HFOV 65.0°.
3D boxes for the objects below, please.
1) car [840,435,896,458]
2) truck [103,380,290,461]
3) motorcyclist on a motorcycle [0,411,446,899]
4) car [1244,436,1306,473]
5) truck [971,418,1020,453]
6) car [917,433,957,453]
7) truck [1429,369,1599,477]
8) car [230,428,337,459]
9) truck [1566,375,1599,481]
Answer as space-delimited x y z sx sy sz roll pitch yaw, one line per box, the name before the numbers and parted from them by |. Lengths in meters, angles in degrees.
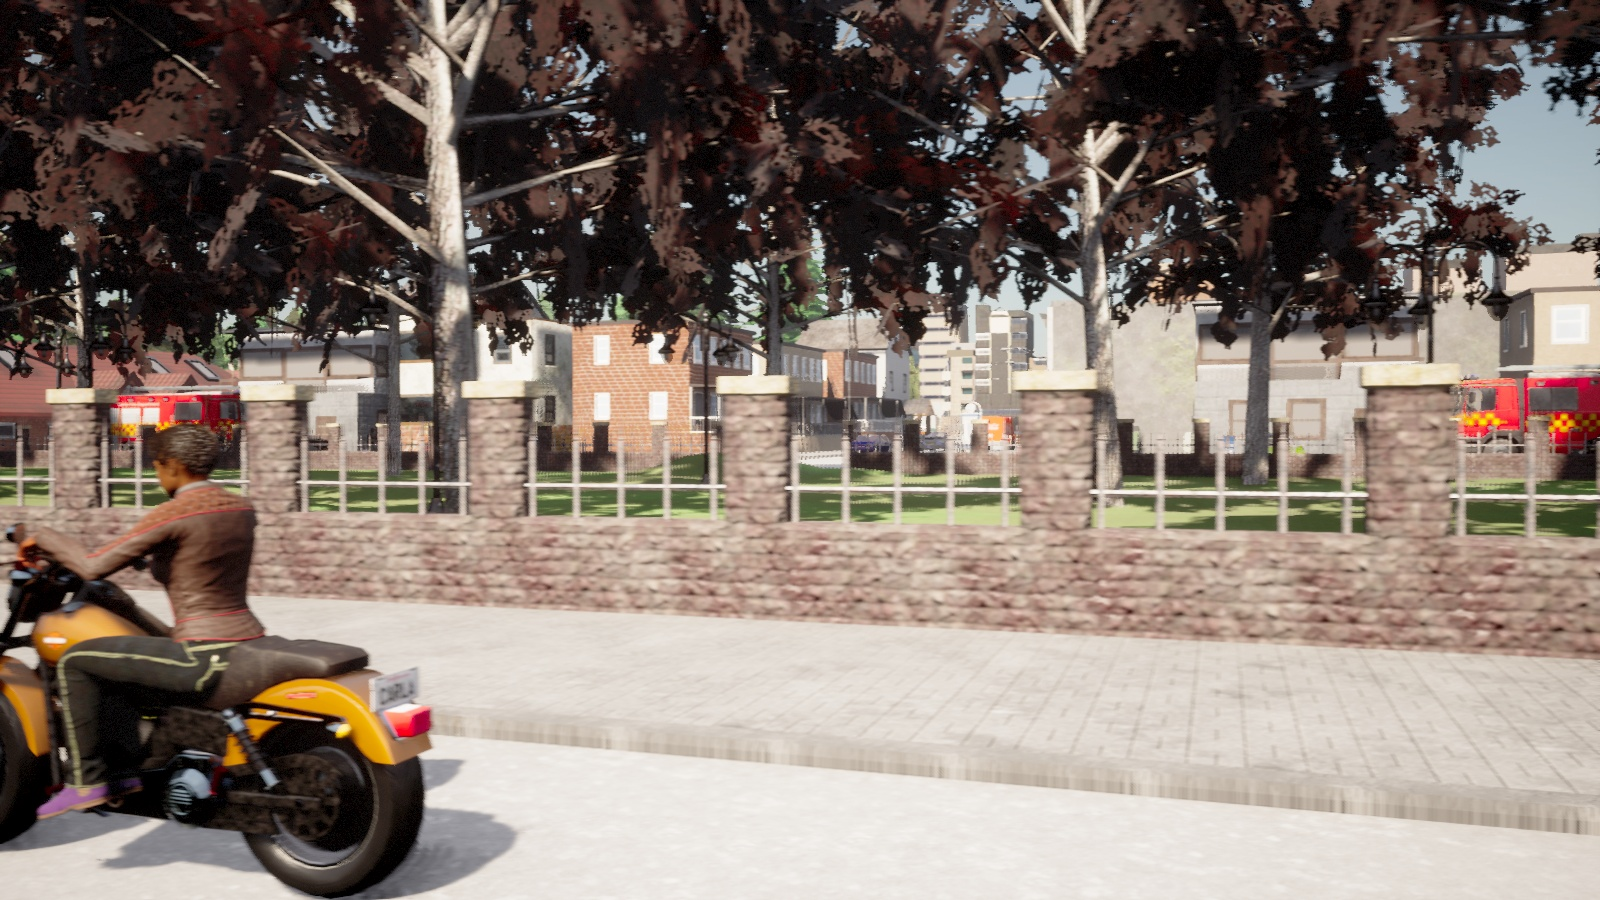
car | 3.984 -0.225 72.866 1.895 1.301 4.718 1 1 20
truck | -29.469 -1.432 61.358 8.468 3.827 2.891 0 1 16
motorcyclist on a motorcycle | -2.525 0.694 4.570 2.350 1.649 0.766 0 1 19
car | 18.670 0.160 49.429 2.207 1.376 1.481 1 1 19
truck | 14.109 -1.054 90.366 2.627 2.467 5.204 1 1 19
car | 9.895 -0.520 90.388 1.994 1.385 4.181 1 1 19
truck | 28.075 -0.975 46.238 8.468 3.827 2.891 0 1 19
car | -26.597 -0.353 64.738 4.902 1.511 2.128 1 1 18
truck | 30.146 -0.704 41.324 7.936 3.462 2.891 1 1 19
